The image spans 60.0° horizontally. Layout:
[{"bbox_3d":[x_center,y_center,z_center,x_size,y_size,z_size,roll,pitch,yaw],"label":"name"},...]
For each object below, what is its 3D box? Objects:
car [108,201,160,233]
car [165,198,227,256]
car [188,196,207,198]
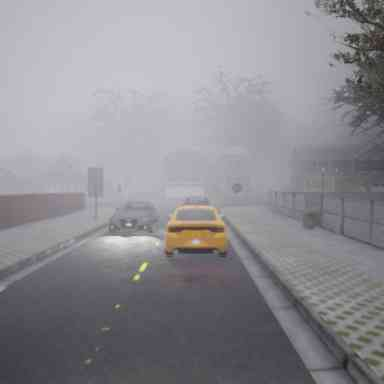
[{"bbox_3d":[-2.707,1.157,16.299,1.994,1.385,4.181,0,1,1],"label":"car"},{"bbox_3d":[0.146,1.188,11.789,1.882,1.535,5.008,0,1,1],"label":"car"},{"bbox_3d":[0.425,0.967,25.182,1.895,1.301,4.718,0,1,4],"label":"car"}]
